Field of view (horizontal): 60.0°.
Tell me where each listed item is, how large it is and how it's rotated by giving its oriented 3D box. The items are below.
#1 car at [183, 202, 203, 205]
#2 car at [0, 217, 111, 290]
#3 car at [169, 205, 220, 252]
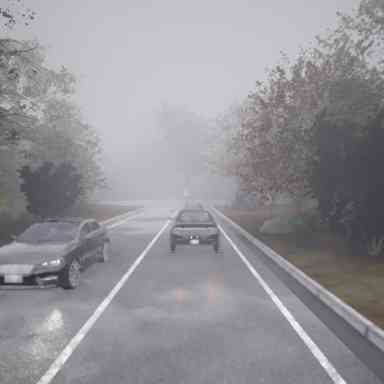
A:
[{"bbox_3d":[0.092,1.562,30.135,1.994,1.385,4.181,0,0,0],"label":"car"},{"bbox_3d":[-3.602,1.492,9.168,2.128,1.511,4.902,0,0,0],"label":"car"},{"bbox_3d":[0.097,1.491,13.844,2.128,1.511,4.902,0,0,0],"label":"car"}]
